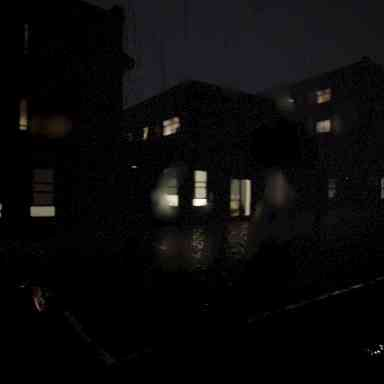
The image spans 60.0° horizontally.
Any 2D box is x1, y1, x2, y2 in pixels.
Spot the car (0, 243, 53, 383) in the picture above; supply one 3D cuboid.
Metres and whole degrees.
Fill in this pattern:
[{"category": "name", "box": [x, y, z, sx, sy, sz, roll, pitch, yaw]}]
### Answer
[{"category": "car", "box": [-3.902, 1.441, 3.766, 4.097, 1.590, 1.967, 0, 1, -36]}]
